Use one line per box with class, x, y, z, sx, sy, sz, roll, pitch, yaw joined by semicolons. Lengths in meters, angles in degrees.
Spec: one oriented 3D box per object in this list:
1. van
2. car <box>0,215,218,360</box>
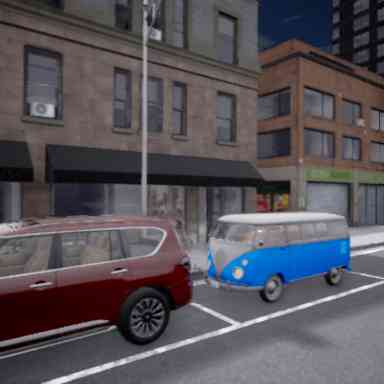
van;2.187;1.406;8.094;3.998;1.788;1.690;1;-1;-35
car;-2.291;1.324;4.900;5.009;1.841;2.192;1;-1;-35
